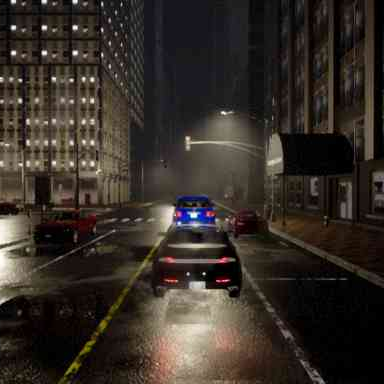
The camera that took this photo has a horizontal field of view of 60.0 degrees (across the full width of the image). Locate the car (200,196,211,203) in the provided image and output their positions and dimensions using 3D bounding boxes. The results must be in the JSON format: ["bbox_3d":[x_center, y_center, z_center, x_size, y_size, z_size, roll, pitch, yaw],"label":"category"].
[{"bbox_3d":[2.700,1.521,66.387,2.008,1.369,4.403,0,0,0],"label":"car"}]

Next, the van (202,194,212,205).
[{"bbox_3d":[2.698,1.315,60.691,1.690,1.788,3.998,0,0,0],"label":"van"}]

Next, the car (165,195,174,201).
[{"bbox_3d":[-5.676,1.523,83.481,1.947,1.339,4.313,0,0,0],"label":"car"}]

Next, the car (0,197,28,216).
[{"bbox_3d":[-18.602,1.301,31.066,5.009,1.841,2.192,0,0,1],"label":"car"}]

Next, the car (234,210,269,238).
[{"bbox_3d":[2.818,1.576,17.098,1.802,1.307,4.206,0,0,0],"label":"car"}]

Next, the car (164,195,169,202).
[{"bbox_3d":[-5.677,1.507,77.784,1.887,1.381,4.507,0,0,0],"label":"car"}]

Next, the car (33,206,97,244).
[{"bbox_3d":[-5.822,1.539,15.724,1.887,1.381,4.507,0,0,0],"label":"car"}]

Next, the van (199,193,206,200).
[{"bbox_3d":[2.705,1.293,89.175,1.690,1.788,3.998,0,0,0],"label":"van"}]

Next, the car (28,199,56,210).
[{"bbox_3d":[-18.514,1.490,39.448,4.403,1.369,2.008,0,0,1],"label":"car"}]

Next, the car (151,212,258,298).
[{"bbox_3d":[0.101,1.489,8.498,2.128,1.511,4.902,0,0,0],"label":"car"}]

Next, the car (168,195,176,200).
[{"bbox_3d":[-5.673,1.512,94.874,1.947,1.339,4.313,0,0,0],"label":"car"}]

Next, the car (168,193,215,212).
[{"bbox_3d":[0.093,1.215,18.416,2.150,2.045,5.566,0,0,0],"label":"car"}]

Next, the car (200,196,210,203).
[{"bbox_3d":[2.702,1.517,72.084,2.008,1.369,4.403,0,0,0],"label":"car"}]
